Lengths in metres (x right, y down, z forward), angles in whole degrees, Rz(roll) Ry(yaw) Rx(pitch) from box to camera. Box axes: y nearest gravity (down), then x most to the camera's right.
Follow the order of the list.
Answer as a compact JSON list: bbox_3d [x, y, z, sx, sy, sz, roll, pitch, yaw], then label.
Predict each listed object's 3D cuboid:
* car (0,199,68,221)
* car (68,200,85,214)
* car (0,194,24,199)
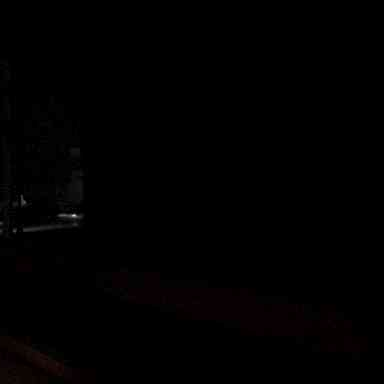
[{"bbox_3d":[-13.128,1.526,27.613,1.812,1.442,4.674,0,0,34],"label":"car"},{"bbox_3d":[-11.613,1.526,36.329,1.812,1.442,4.674,0,0,31],"label":"car"},{"bbox_3d":[-16.963,1.221,28.169,2.150,2.045,5.566,0,0,35],"label":"car"}]
